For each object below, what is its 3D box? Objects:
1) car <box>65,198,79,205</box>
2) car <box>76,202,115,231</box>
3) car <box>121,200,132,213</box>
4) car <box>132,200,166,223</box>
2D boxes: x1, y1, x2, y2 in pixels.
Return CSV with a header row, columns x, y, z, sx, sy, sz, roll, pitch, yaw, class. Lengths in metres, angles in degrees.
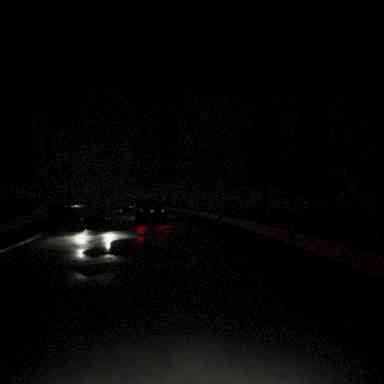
x,y,z,sx,sy,sz,roll,pitch,yaw,class
-21.479,1.701,59.546,1.994,1.385,4.181,0,0,-32,car
-6.054,1.524,21.445,1.882,1.535,5.008,0,0,-12,car
-6.748,1.622,37.580,2.033,1.411,5.357,0,0,-20,car
-3.312,1.401,25.939,2.097,1.767,4.553,0,0,-13,car
